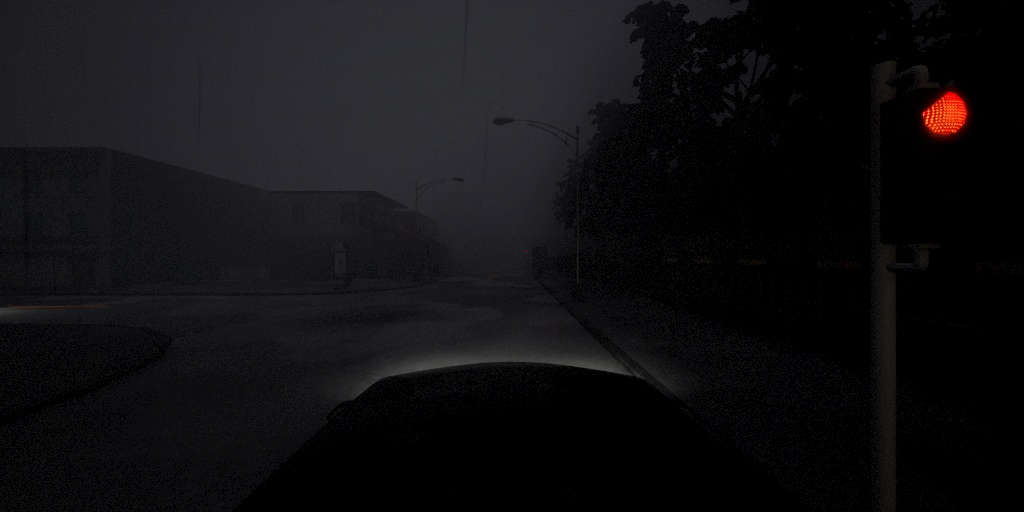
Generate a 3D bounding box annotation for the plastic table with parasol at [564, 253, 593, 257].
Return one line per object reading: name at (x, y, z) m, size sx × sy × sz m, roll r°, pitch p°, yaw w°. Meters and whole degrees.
plastic table with parasol at (9.987, 0.684, 53.957) m, size 2.482 × 2.480 × 2.482 m, roll 0°, pitch 0°, yaw -40°

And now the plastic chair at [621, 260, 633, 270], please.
plastic chair at (16.038, 1.296, 50.218) m, size 0.750 × 1.272 × 0.730 m, roll 0°, pitch 0°, yaw -40°

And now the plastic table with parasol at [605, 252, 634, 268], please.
plastic table with parasol at (15.306, 0.694, 51.217) m, size 2.482 × 2.480 × 2.482 m, roll 0°, pitch 0°, yaw -40°

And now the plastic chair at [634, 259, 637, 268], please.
plastic chair at (18.661, 1.161, 54.665) m, size 0.750 × 1.272 × 0.730 m, roll 0°, pitch 0°, yaw -39°

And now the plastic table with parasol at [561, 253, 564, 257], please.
plastic table with parasol at (10.700, 0.705, 62.399) m, size 2.482 × 2.480 × 2.482 m, roll 0°, pitch 0°, yaw -40°

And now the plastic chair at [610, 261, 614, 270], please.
plastic chair at (14.332, 1.306, 50.316) m, size 0.730 × 1.272 × 0.750 m, roll 0°, pitch 0°, yaw -35°

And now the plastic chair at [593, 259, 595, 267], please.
plastic chair at (13.734, 1.304, 58.543) m, size 0.730 × 1.272 × 0.750 m, roll 0°, pitch 0°, yaw -35°

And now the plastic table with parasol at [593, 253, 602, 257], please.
plastic table with parasol at (14.686, 0.673, 59.431) m, size 2.482 × 2.480 × 2.482 m, roll 0°, pitch 0°, yaw -42°
